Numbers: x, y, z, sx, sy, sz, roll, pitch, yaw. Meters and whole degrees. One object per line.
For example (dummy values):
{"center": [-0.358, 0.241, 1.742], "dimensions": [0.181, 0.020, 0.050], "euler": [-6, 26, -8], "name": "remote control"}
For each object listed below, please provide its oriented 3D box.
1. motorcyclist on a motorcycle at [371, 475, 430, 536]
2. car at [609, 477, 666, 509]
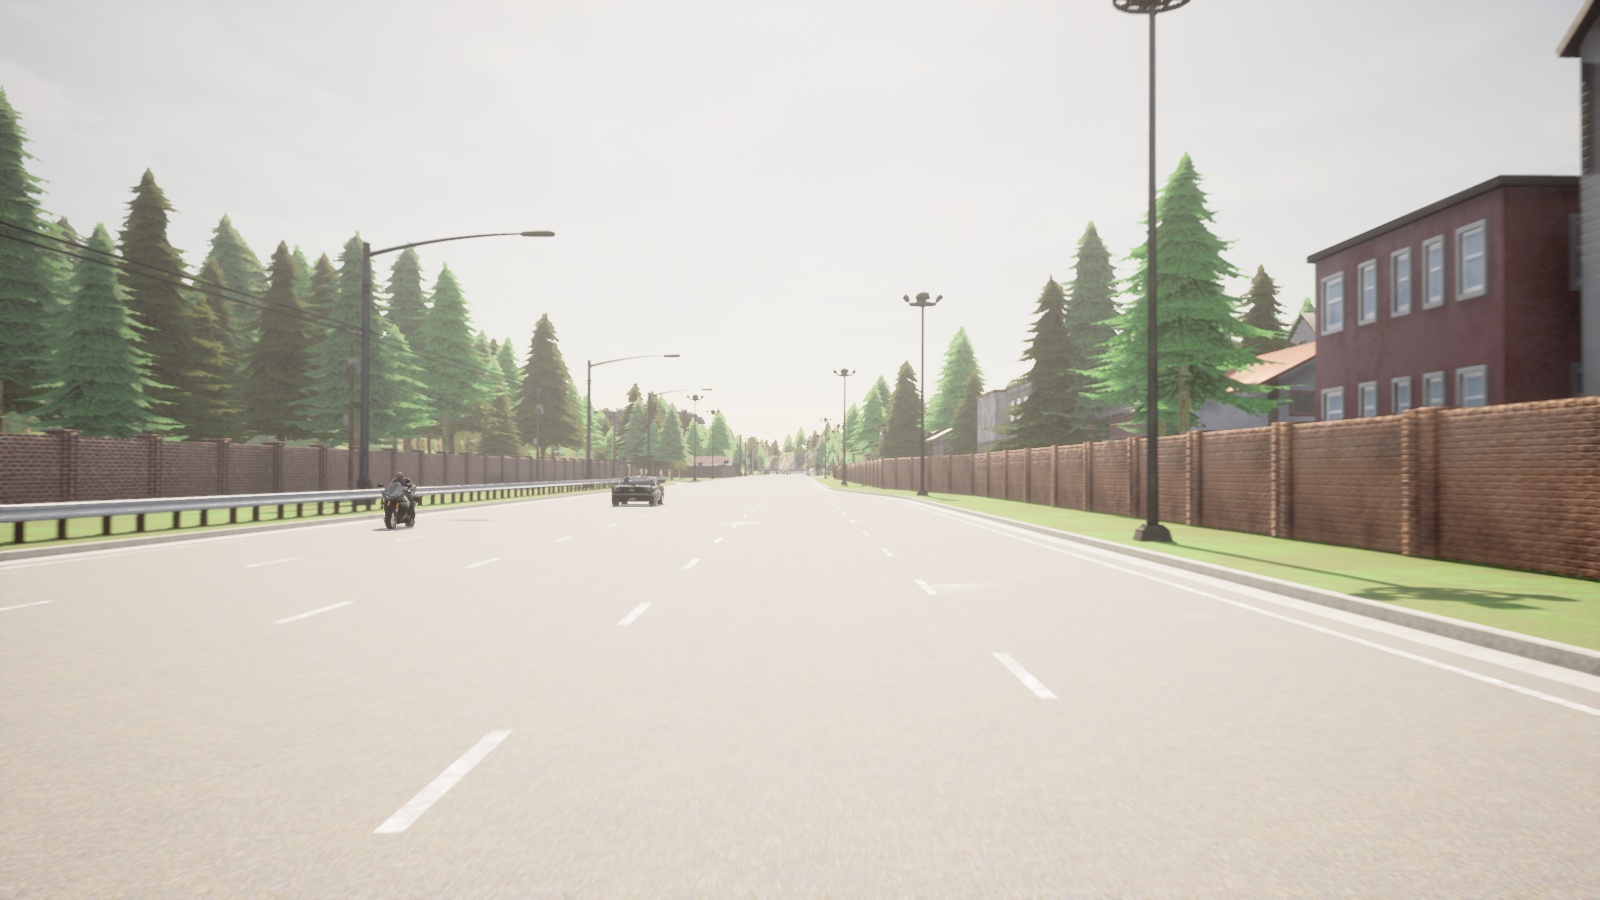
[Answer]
{"center": [-10.581, 1.448, 33.320], "dimensions": [0.866, 1.530, 2.191], "euler": [0, -1, 0], "name": "motorcyclist on a motorcycle"}
{"center": [-7.135, 1.870, 55.538], "dimensions": [1.895, 1.301, 4.718], "euler": [0, -1, 0], "name": "car"}
